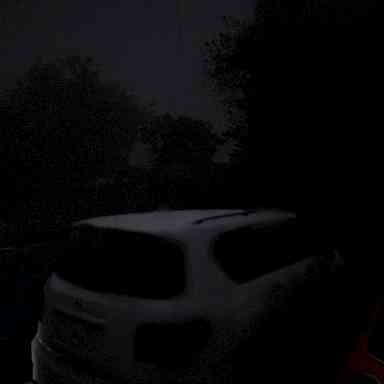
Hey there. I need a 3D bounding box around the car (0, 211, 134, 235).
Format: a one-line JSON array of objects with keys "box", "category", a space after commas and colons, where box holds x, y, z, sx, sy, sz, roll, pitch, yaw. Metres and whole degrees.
[{"box": [-3.918, 1.423, 8.112, 2.185, 1.767, 4.553, -1, 0, 35], "category": "car"}]

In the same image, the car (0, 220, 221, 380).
[{"box": [-1.643, 1.553, 6.488, 2.163, 1.488, 4.792, -1, 0, 35], "category": "car"}]
